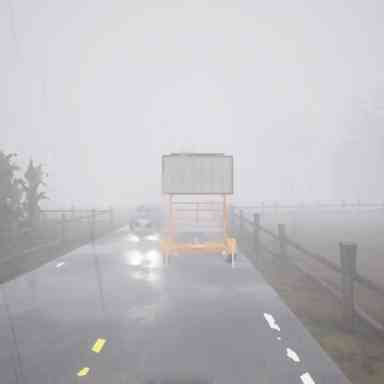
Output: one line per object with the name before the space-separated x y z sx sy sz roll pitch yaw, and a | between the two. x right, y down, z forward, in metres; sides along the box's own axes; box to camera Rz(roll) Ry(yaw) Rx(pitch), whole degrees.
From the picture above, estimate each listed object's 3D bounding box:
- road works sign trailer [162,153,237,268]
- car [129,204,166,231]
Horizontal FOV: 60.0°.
road works sign trailer | 0.185 0.485 11.356 2.380 3.560 2.880 0 0 -2
car | -2.731 1.561 21.078 2.128 1.511 4.902 0 0 0
